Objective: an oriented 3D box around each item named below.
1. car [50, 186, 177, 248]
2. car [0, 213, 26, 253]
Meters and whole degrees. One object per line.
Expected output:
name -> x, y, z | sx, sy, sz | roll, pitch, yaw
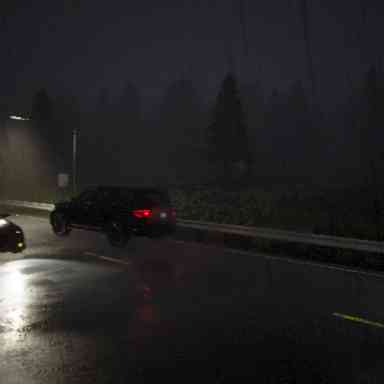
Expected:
car -> -3.151, 0.782, 12.891 | 5.566, 2.045, 2.150 | 3, 1, 36
car -> -6.755, 1.104, 10.183 | 4.181, 1.385, 1.994 | 3, 2, 43
